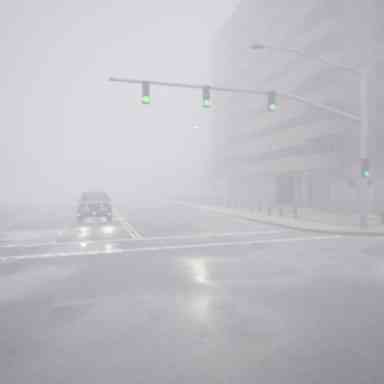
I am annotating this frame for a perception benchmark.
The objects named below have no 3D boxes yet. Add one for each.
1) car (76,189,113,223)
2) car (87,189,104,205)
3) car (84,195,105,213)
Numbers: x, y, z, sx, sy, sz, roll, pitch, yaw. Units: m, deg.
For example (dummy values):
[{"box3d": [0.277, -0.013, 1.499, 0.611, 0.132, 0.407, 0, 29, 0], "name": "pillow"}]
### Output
[{"box3d": [-6.946, 0.955, 23.742, 2.150, 2.045, 5.566, -1, 1, -16], "name": "car"}, {"box3d": [-13.444, 0.677, 46.367, 2.150, 2.045, 5.566, -1, 1, -16], "name": "car"}, {"box3d": [-9.728, 1.121, 33.409, 1.837, 1.490, 4.892, -1, 1, -16], "name": "car"}]
